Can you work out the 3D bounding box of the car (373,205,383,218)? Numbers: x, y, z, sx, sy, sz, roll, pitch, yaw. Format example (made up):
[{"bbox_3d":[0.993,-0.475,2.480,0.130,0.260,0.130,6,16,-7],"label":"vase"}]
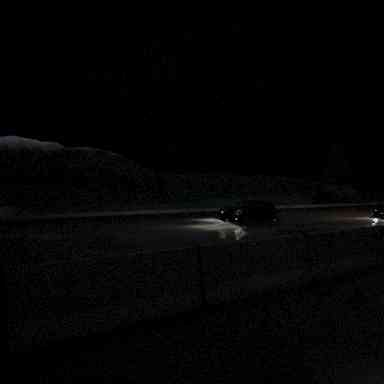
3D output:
[{"bbox_3d":[18.088,1.573,29.656,4.674,1.442,1.812,0,0,-35],"label":"car"}]

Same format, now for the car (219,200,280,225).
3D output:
[{"bbox_3d":[4.231,1.375,24.171,4.553,1.767,2.097,0,0,-35],"label":"car"}]

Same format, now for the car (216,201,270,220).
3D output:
[{"bbox_3d":[4.423,1.553,28.589,4.674,1.442,1.812,0,0,-36],"label":"car"}]
